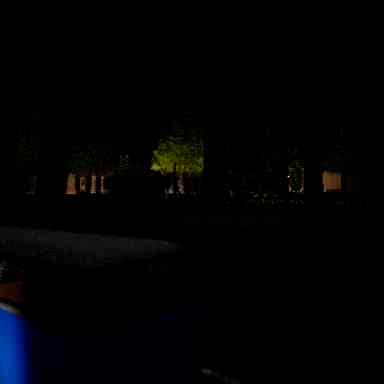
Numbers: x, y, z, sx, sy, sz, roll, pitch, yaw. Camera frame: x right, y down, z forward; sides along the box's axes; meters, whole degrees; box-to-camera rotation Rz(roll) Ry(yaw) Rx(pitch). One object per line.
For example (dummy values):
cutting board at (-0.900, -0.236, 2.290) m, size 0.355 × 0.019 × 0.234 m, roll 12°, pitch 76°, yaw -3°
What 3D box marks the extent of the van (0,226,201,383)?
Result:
van at (-1.816, 1.383, 4.118) m, size 3.998 × 1.788 × 1.690 m, roll -1°, pitch -1°, yaw 35°
